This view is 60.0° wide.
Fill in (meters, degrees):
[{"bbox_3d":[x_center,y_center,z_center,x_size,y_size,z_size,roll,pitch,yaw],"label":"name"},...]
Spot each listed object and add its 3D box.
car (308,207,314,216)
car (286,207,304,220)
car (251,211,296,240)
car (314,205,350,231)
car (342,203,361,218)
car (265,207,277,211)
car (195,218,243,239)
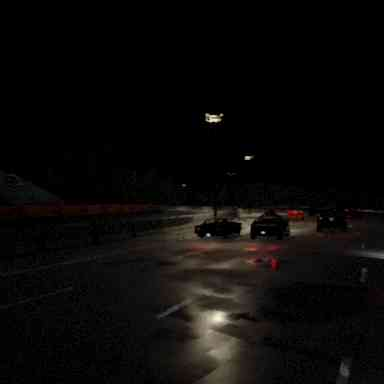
[{"bbox_3d":[20.121,3.124,54.382,1.882,1.535,5.008,-1,-2,12],"label":"car"},{"bbox_3d":[13.538,2.720,43.650,2.097,1.767,4.553,-2,-2,17],"label":"car"},{"bbox_3d":[5.143,2.200,21.525,2.128,1.511,4.902,-2,-2,24],"label":"car"},{"bbox_3d":[11.366,2.156,27.128,2.097,1.767,4.553,-2,-2,22],"label":"car"},{"bbox_3d":[21.737,2.537,46.033,2.150,2.045,5.566,-1,-2,14],"label":"car"},{"bbox_3d":[13.500,3.376,56.846,1.812,1.442,4.674,-1,-2,12],"label":"car"},{"bbox_3d":[1.964,2.404,22.628,1.895,1.301,4.718,-2,-2,25],"label":"car"}]
